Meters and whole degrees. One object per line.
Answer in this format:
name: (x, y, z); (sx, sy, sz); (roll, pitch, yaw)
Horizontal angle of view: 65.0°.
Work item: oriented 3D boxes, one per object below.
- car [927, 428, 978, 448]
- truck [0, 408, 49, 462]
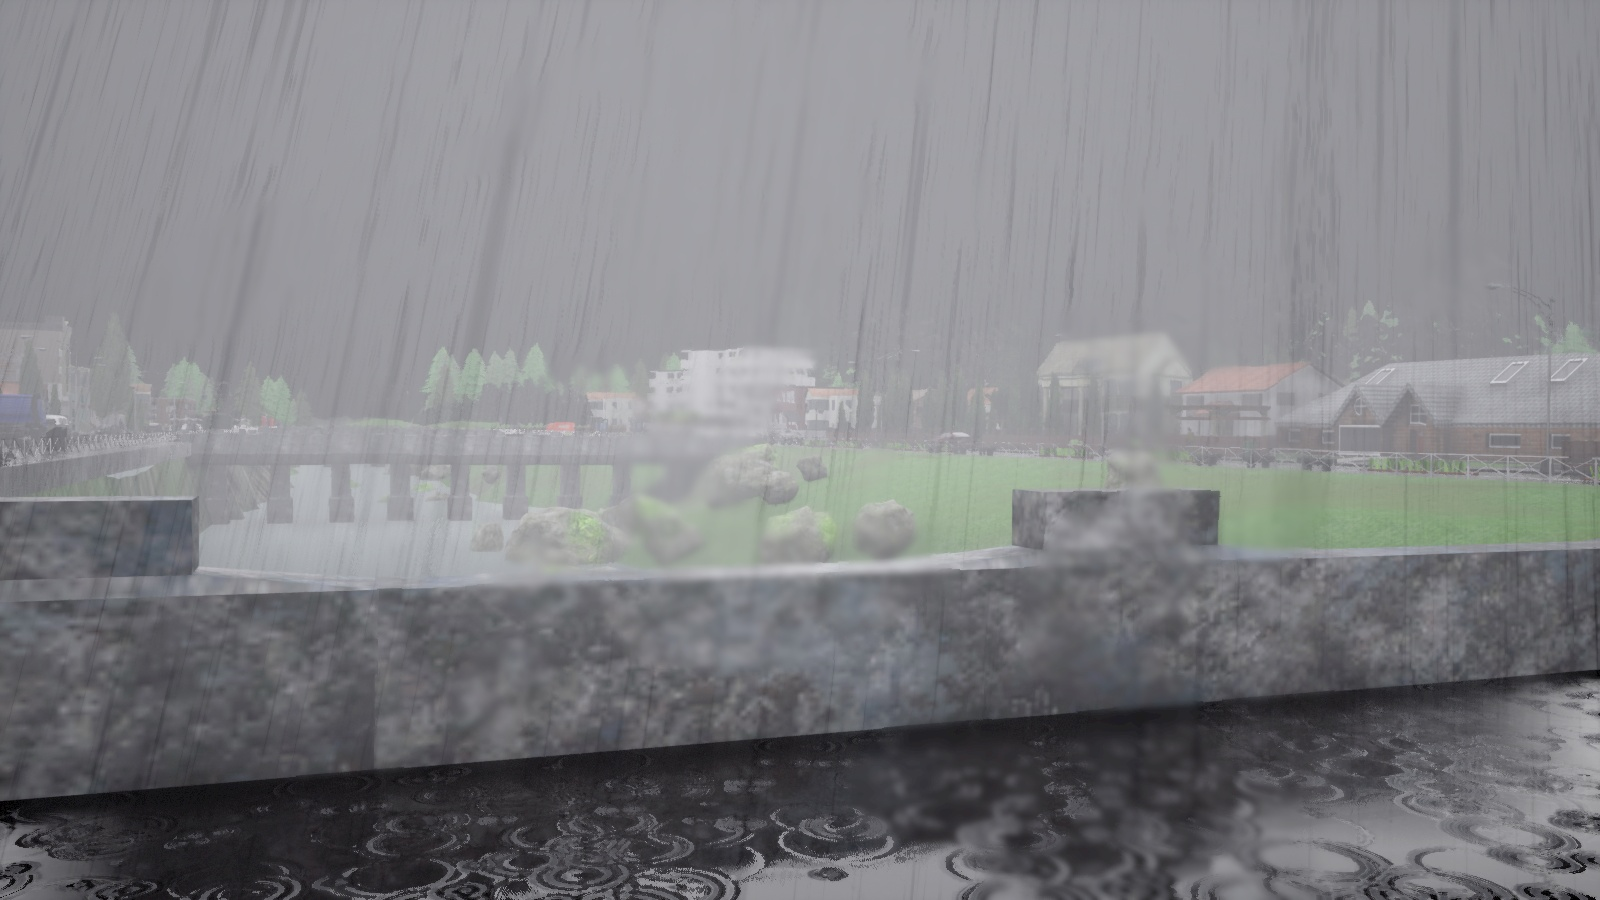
car: (11.934, -0.959, 98.700); (1.882, 1.535, 5.008); (-1, 1, -21)
truck: (-52.732, -0.980, 83.957); (2.891, 3.462, 7.936); (-1, 1, -21)
